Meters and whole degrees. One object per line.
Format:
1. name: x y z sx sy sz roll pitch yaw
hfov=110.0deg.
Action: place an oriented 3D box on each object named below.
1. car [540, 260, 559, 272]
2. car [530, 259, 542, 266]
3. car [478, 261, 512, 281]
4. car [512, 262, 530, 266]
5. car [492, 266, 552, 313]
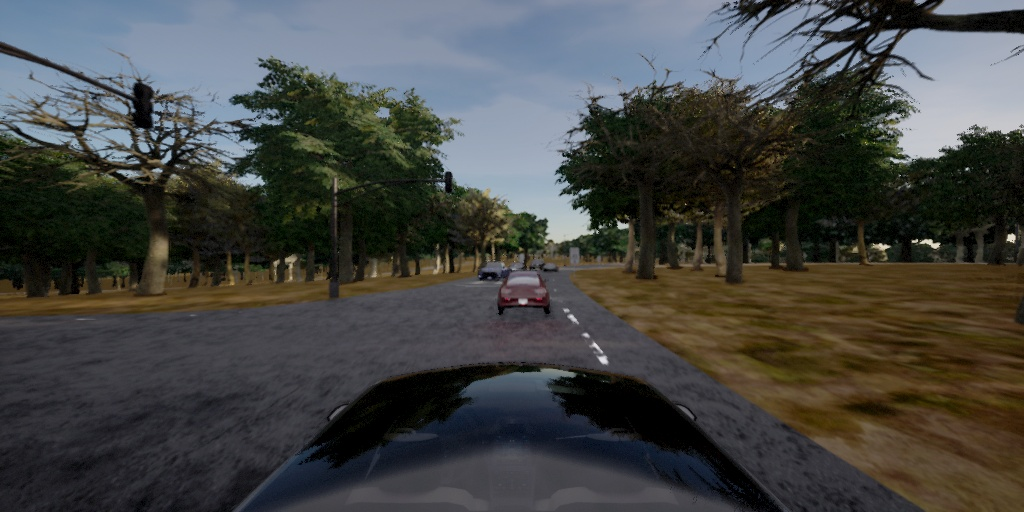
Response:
1. car: 6.006 1.742 55.361 1.994 1.385 4.181 0 -1 13
2. car: 4.637 1.610 64.623 2.150 2.045 5.566 0 -1 15
3. car: -1.603 1.263 32.011 2.097 1.767 4.553 0 -1 7
4. car: 0.638 1.556 46.634 2.128 1.511 4.902 0 -1 11
5. car: 0.480 1.298 13.933 1.812 1.442 4.674 -1 0 3
